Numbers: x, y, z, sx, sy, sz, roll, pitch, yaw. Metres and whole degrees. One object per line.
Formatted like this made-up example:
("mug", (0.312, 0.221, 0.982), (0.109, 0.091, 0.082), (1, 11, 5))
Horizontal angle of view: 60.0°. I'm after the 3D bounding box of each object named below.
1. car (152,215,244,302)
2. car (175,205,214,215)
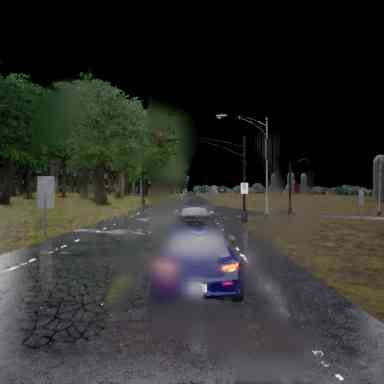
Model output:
("car", (0.119, 1.516, 8.124), (1.812, 1.442, 4.674), (0, 0, 0))
("car", (0.132, 1.432, 17.403), (1.882, 1.535, 5.008), (0, 0, 0))
